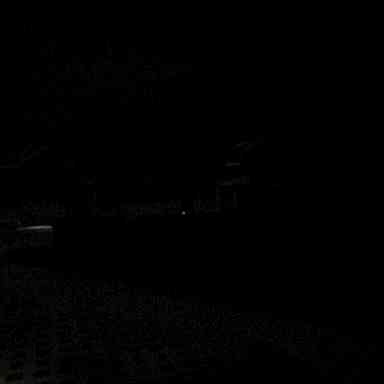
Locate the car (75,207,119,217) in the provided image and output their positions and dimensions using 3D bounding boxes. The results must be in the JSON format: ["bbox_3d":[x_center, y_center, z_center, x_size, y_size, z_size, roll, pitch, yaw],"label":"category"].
[{"bbox_3d":[-7.636,1.909,27.062,1.994,1.385,4.181,-3,-2,25],"label":"car"}]

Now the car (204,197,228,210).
[{"bbox_3d":[3.691,1.758,50.629,2.097,1.767,4.553,-3,-2,25],"label":"car"}]

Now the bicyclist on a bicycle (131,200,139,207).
[{"bbox_3d":[-3.688,1.345,21.765,1.656,1.620,0.582,-3,-2,25],"label":"bicyclist on a bicycle"}]

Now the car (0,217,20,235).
[{"bbox_3d":[-12.009,1.799,17.989,1.895,1.301,4.718,-3,-2,27],"label":"car"}]

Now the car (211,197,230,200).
[{"bbox_3d":[4.137,1.769,45.054,2.150,2.045,5.566,-3,-2,26],"label":"car"}]

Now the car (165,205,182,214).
[{"bbox_3d":[-2.958,2.108,36.841,1.895,1.301,4.718,-3,-2,26],"label":"car"}]
